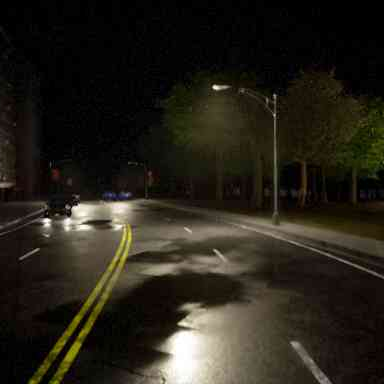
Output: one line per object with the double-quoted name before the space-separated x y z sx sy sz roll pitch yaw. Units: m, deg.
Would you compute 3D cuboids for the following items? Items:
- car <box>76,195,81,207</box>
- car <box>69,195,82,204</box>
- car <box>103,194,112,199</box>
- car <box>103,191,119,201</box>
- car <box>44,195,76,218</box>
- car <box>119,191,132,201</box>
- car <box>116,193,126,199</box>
"car" -17.082 1.342 47.076 1.837 1.490 4.892 -1 0 -17
"car" -21.305 1.267 60.894 2.128 1.511 4.902 -1 0 -17
"car" -20.285 1.045 79.573 1.895 1.301 4.718 -1 0 -17
"car" -17.205 0.880 69.617 2.150 2.045 5.566 -1 0 -17
"car" -11.588 1.265 29.144 2.097 1.767 4.553 -1 0 -17
"car" -14.101 0.839 70.579 2.150 2.045 5.566 -1 0 -17
"car" -17.173 0.910 80.505 1.837 1.490 4.892 -1 0 -17
